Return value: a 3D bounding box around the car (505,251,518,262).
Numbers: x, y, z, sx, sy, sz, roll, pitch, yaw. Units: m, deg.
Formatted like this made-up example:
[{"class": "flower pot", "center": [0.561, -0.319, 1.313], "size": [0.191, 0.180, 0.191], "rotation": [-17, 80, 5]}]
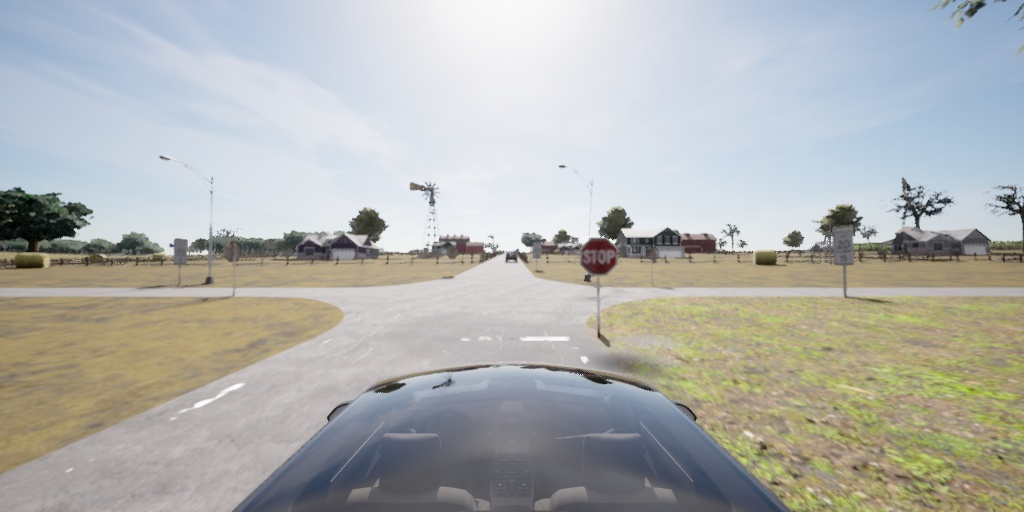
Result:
[{"class": "car", "center": [-0.096, 0.069, 64.223], "size": [2.150, 2.045, 5.566], "rotation": [0, 1, 0]}]
